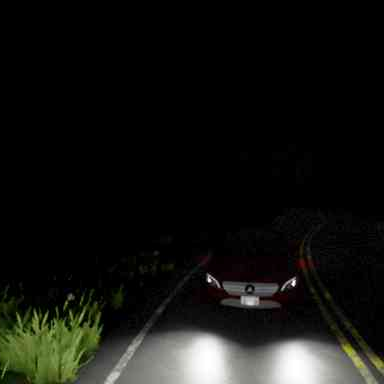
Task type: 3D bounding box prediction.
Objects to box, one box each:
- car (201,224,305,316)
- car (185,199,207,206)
[{"bbox_3d":[1.427,1.524,7.751,1.812,1.442,4.674,-1,0,12],"label":"car"},{"bbox_3d":[1.161,2.216,58.050,2.150,2.045,5.566,6,-10,-44],"label":"car"}]
